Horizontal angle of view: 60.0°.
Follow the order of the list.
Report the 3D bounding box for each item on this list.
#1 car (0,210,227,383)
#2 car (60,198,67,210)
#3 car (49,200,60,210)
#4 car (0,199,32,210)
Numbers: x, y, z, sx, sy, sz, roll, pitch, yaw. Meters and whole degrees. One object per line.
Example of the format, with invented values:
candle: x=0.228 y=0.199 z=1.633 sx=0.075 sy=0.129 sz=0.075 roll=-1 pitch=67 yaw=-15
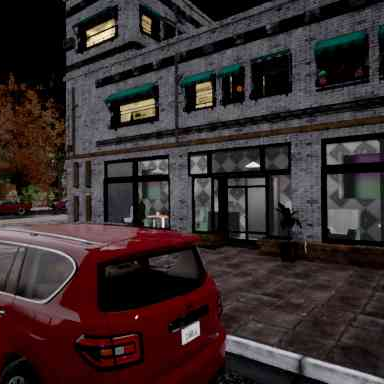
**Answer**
car: x=-1.951 y=1.316 z=4.303 sx=5.009 sy=1.841 sz=2.192 roll=0 pitch=-1 yaw=36
car: x=-12.095 y=1.117 z=38.031 sx=2.097 sy=1.767 sz=4.553 roll=-1 pitch=0 yaw=37
car: x=-14.820 y=1.374 z=39.808 sx=1.994 sy=1.385 sz=4.181 roll=-1 pitch=0 yaw=37
car: x=-17.558 y=1.459 z=30.744 sx=1.895 sy=1.301 sz=4.718 roll=-1 pitch=0 yaw=37
